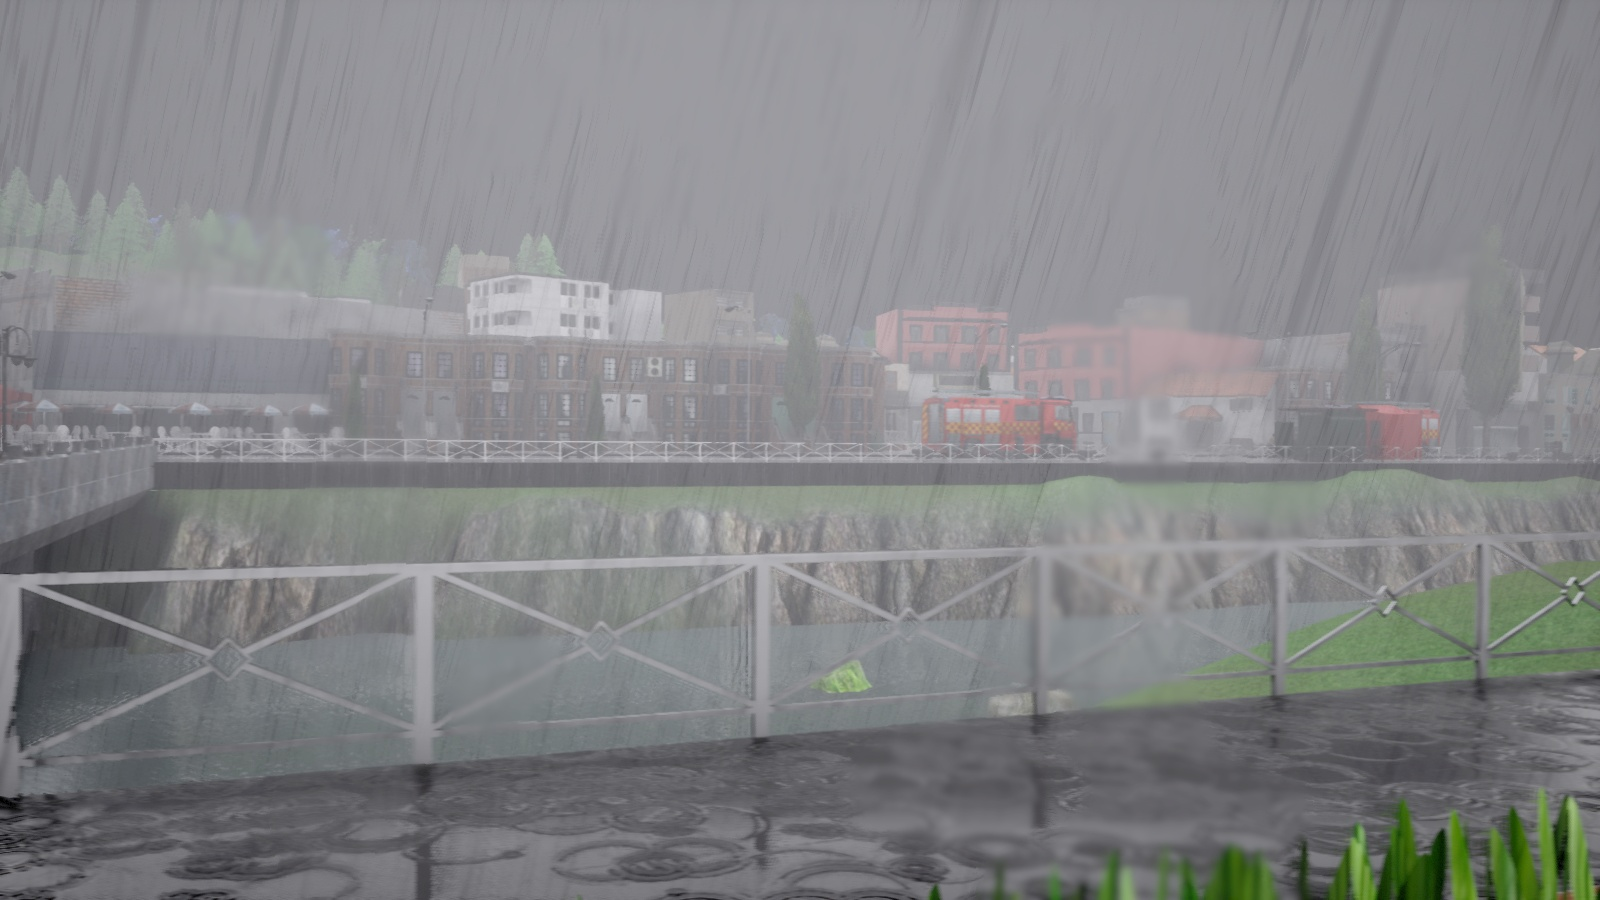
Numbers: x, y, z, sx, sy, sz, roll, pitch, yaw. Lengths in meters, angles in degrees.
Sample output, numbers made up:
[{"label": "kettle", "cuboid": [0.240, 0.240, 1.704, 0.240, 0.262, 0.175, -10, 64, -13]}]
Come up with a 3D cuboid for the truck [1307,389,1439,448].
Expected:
[{"label": "truck", "cuboid": [38.503, -2.156, 84.373, 8.468, 3.827, 2.891, -1, 1, -21]}]

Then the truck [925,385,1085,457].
[{"label": "truck", "cuboid": [11.414, -1.626, 69.802, 8.468, 3.827, 2.891, -1, 1, -21]}]
